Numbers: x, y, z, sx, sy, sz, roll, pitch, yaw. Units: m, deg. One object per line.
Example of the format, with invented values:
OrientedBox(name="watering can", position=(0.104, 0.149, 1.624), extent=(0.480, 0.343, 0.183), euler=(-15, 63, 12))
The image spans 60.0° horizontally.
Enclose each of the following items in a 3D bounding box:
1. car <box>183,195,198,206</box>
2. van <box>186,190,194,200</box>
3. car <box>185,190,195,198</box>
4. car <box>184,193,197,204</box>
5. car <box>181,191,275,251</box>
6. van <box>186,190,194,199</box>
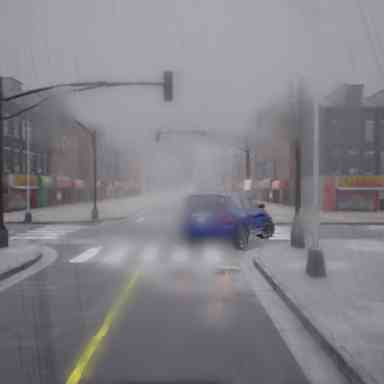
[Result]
OrientedBox(name="car", position=(-0.209, 1.056, 43.457), extent=(1.947, 1.339, 4.313), euler=(0, 1, 0))
OrientedBox(name="van", position=(-0.395, 0.575, 65.875), extent=(1.690, 1.788, 3.998), euler=(0, 1, 0))
OrientedBox(name="car", position=(-0.488, 0.427, 77.084), extent=(2.192, 1.841, 5.009), euler=(0, 1, 0))
OrientedBox(name="car", position=(-0.257, 0.948, 49.231), extent=(1.752, 1.417, 4.829), euler=(0, 1, 0))
OrientedBox(name="car", position=(1.608, 1.067, 13.704), extent=(2.150, 2.045, 5.566), euler=(-1, -1, 28))
OrientedBox(name="van", position=(-0.441, 0.514, 71.480), extent=(1.690, 1.788, 3.998), euler=(0, 1, 0))
